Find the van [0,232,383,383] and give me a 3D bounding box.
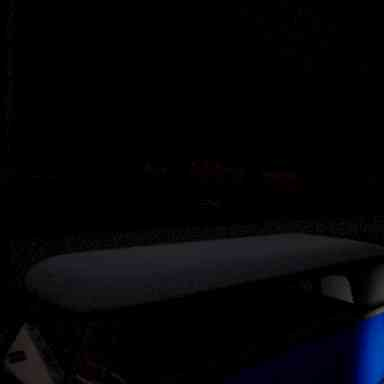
[{"bbox_3d":[0.332,1.358,3.033,3.998,1.788,1.690,1,0,-35],"label":"van"}]
